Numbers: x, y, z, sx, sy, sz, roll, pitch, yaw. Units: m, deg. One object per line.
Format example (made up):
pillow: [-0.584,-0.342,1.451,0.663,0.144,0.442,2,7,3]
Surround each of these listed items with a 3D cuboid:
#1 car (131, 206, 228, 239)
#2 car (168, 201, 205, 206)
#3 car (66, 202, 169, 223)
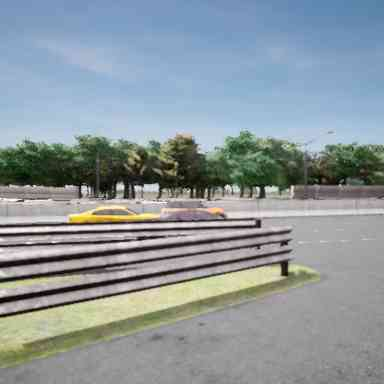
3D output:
car: [0.125,1.510,15.012,5.357,1.411,2.033,0,0,-13]
car: [0.119,1.352,22.211,4.553,1.767,2.097,0,0,-13]
car: [-3.982,1.490,17.634,5.008,1.535,1.882,0,0,-13]
